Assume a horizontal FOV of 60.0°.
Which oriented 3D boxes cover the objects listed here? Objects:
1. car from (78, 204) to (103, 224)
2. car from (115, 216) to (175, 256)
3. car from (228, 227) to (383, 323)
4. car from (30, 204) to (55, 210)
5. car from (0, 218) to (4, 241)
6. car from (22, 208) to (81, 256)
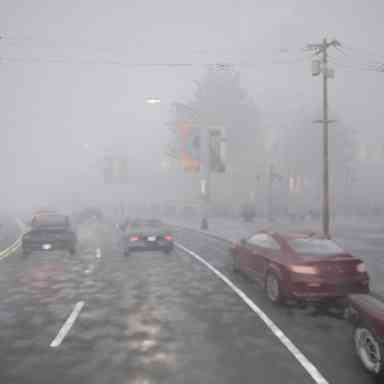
[{"bbox_3d":[-9.306,1.832,29.653,1.837,1.490,4.892,0,0,-29],"label":"car"},{"bbox_3d":[-2.106,1.696,13.929,2.033,1.411,5.357,0,-1,-16],"label":"car"},{"bbox_3d":[2.310,1.601,8.312,2.002,1.452,4.674,0,-1,-10],"label":"car"},{"bbox_3d":[-12.696,1.799,28.537,1.882,1.535,5.008,0,0,-29],"label":"car"},{"bbox_3d":[-9.901,1.654,14.945,1.882,1.535,5.008,0,-1,-19],"label":"car"},{"bbox_3d":[-5.787,1.664,13.936,1.837,1.490,4.892,0,0,-17],"label":"car"}]
